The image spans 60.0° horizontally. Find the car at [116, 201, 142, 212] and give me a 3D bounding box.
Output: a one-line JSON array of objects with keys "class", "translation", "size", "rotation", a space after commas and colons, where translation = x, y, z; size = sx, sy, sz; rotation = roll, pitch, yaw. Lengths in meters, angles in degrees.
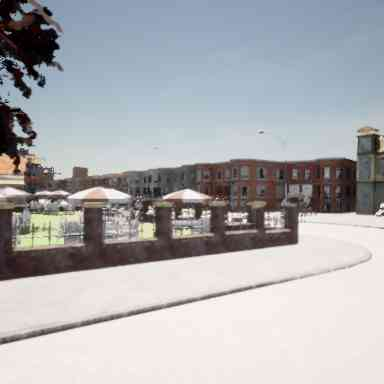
[{"class": "car", "translation": [-7.942, 1.801, 42.537], "size": [2.033, 1.411, 5.357], "rotation": [1, -1, -35]}]
